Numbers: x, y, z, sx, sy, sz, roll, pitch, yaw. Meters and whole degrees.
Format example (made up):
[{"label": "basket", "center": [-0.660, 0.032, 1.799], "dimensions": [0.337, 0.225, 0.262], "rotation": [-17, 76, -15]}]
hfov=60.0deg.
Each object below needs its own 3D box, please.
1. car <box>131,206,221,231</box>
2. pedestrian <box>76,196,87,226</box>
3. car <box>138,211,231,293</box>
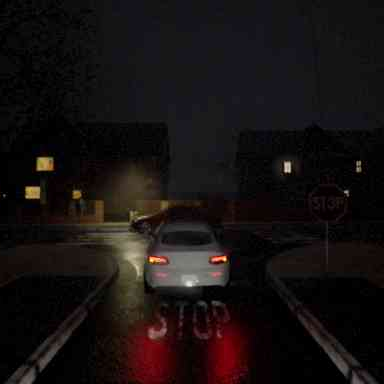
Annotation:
[{"label": "car", "center": [-0.770, 1.435, 17.168], "dimensions": [4.674, 1.442, 1.812], "rotation": [0, -1, 1]}, {"label": "pedestrian", "center": [-6.757, 1.148, 20.153], "dimensions": [0.375, 1.860, 0.375], "rotation": [0, 0, 1]}, {"label": "car", "center": [-0.192, 1.436, 8.502], "dimensions": [1.812, 1.442, 4.674], "rotation": [0, 0, -4]}]
